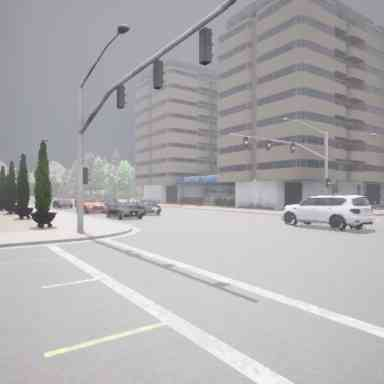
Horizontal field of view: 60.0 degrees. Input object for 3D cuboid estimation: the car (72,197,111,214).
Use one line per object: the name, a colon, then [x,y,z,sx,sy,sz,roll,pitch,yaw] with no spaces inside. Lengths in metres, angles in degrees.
car: [-10.744,1.350,35.403,2.097,1.767,4.553,0,0,-35]

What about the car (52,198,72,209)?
car: [-17.557,1.523,45.225,1.812,1.442,4.674,0,0,-35]

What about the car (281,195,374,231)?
car: [8.227,1.217,20.718,2.150,2.045,5.566,0,0,-35]

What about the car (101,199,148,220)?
car: [-5.788,1.561,28.270,1.994,1.385,4.181,0,0,-35]

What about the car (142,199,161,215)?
car: [-4.811,1.488,32.993,2.128,1.511,4.902,0,0,-35]

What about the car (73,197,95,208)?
car: [-15.942,1.501,49.044,1.837,1.490,4.892,0,0,-34]
